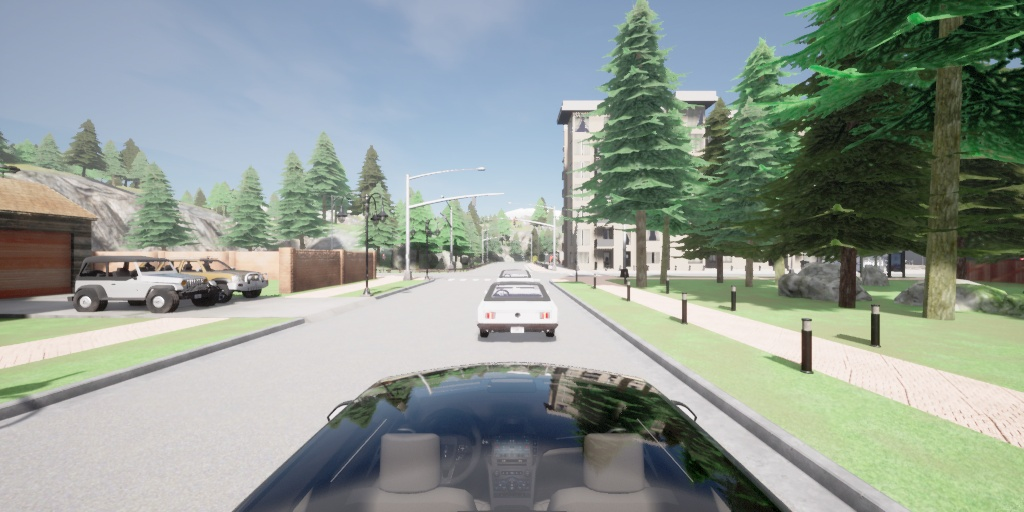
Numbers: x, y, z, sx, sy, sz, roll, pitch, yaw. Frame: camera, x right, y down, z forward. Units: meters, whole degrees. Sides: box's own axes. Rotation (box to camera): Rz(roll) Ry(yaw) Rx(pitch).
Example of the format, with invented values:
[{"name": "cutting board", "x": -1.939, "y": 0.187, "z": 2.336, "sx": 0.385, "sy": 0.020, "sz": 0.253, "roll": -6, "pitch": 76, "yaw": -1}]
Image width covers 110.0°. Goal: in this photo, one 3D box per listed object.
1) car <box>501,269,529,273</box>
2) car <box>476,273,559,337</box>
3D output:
[{"name": "car", "x": 0.167, "y": 1.351, "z": 19.359, "sx": 1.895, "sy": 1.301, "sz": 4.718, "roll": 0, "pitch": 0, "yaw": 0}, {"name": "car", "x": 0.134, "y": 1.351, "z": 10.192, "sx": 1.895, "sy": 1.301, "sz": 4.718, "roll": 0, "pitch": 0, "yaw": 0}]
